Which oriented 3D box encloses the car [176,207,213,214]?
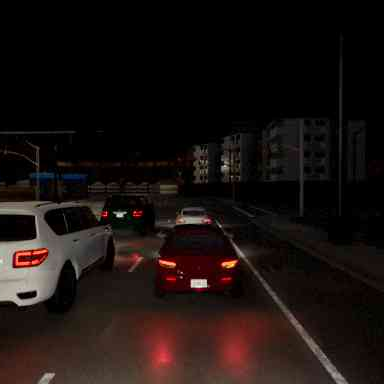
[{"bbox_3d":[0.115,1.490,17.536,1.812,1.442,4.674,0,0,1],"label":"car"}]

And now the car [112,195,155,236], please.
[{"bbox_3d":[-3.352,1.179,18.165,2.150,2.045,5.566,0,0,0],"label":"car"}]

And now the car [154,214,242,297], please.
[{"bbox_3d":[0.120,1.521,8.449,1.812,1.442,4.674,0,0,0],"label":"car"}]

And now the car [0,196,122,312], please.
[{"bbox_3d":[-3.383,1.217,7.806,2.150,2.045,5.566,0,0,0],"label":"car"}]
